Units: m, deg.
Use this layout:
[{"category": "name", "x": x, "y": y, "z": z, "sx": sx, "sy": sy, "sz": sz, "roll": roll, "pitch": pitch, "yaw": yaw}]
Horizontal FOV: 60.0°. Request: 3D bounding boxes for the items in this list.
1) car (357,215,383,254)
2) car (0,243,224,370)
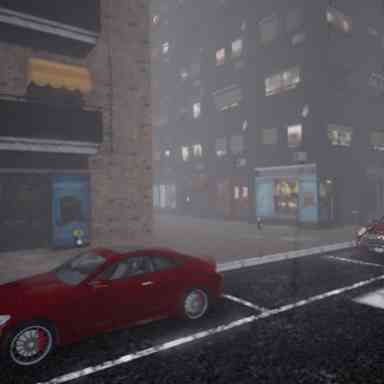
[{"category": "car", "x": 7.782, "y": 1.375, "z": 12.126, "sx": 4.097, "sy": 1.590, "sz": 1.967, "roll": 0, "pitch": -1, "yaw": -35}, {"category": "car", "x": -1.337, "y": 1.572, "z": 5.618, "sx": 4.206, "sy": 1.307, "sz": 1.802, "roll": 0, "pitch": -1, "yaw": -35}]
